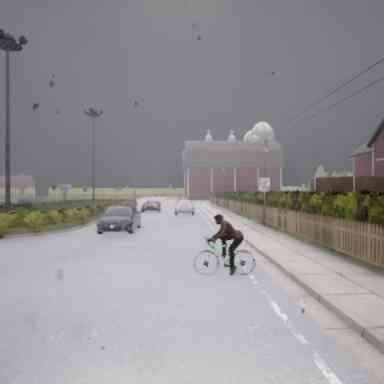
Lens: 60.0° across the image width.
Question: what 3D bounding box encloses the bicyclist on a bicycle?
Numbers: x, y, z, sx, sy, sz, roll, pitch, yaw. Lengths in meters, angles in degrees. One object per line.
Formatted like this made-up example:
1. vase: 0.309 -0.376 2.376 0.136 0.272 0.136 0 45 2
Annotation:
1. bicyclist on a bicycle: 0.862 1.423 8.822 1.656 1.620 0.582 0 0 -1

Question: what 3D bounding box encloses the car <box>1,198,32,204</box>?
1. car: -21.850 1.510 41.383 2.033 1.411 5.357 0 0 2

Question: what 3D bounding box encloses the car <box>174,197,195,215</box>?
1. car: -0.722 1.495 32.796 1.812 1.442 4.674 0 0 -1

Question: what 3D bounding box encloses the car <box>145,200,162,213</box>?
1. car: -4.407 1.531 36.673 1.994 1.385 4.181 0 0 -1

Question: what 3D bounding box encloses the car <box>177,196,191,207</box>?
1. car: -1.218 1.444 50.877 2.128 1.511 4.902 0 0 -1

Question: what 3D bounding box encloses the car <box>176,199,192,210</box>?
1. car: -1.024 1.561 43.016 1.895 1.301 4.718 0 0 -1

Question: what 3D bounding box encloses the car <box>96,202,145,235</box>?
1. car: -4.029 1.487 18.926 1.837 1.490 4.892 0 0 -1
